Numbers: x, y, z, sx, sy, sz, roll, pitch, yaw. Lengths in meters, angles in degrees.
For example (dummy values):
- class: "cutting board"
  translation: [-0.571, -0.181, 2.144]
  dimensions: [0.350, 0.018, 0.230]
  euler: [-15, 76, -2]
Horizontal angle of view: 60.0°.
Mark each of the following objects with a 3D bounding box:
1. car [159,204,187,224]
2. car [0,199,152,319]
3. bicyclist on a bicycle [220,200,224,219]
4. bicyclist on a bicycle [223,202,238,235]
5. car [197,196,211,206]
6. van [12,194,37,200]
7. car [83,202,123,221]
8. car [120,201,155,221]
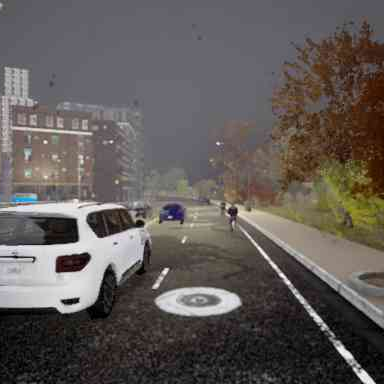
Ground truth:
- class: "car"
  translation: [-1.448, 1.633, 25.845]
  dimensions: [1.812, 1.442, 4.674]
  euler: [0, 0, 2]
- class: "car"
  translation: [-2.451, 1.258, 7.626]
  dimensions: [2.150, 2.045, 5.566]
  euler: [0, 0, 4]
- class: "bicyclist on a bicycle"
  translation: [2.741, 1.562, 29.360]
  dimensions: [0.582, 1.620, 1.656]
  euler: [0, 0, 2]
- class: "bicyclist on a bicycle"
  translation: [2.246, 1.438, 18.317]
  dimensions: [0.659, 1.776, 1.843]
  euler: [0, 0, 3]
- class: "car"
  translation: [2.383, 1.728, 61.351]
  dimensions: [1.837, 1.490, 4.892]
  euler: [0, 0, 0]
- class: "van"
  translation: [-28.601, 1.192, 56.935]
  dimensions: [3.998, 1.788, 1.690]
  euler: [1, -1, -29]
- class: "car"
  translation: [-7.964, 1.690, 30.364]
  dimensions: [2.033, 1.411, 5.357]
  euler: [0, 0, 2]
- class: "car"
  translation: [-4.739, 1.624, 29.759]
  dimensions: [2.128, 1.511, 4.902]
  euler: [0, 0, 2]
